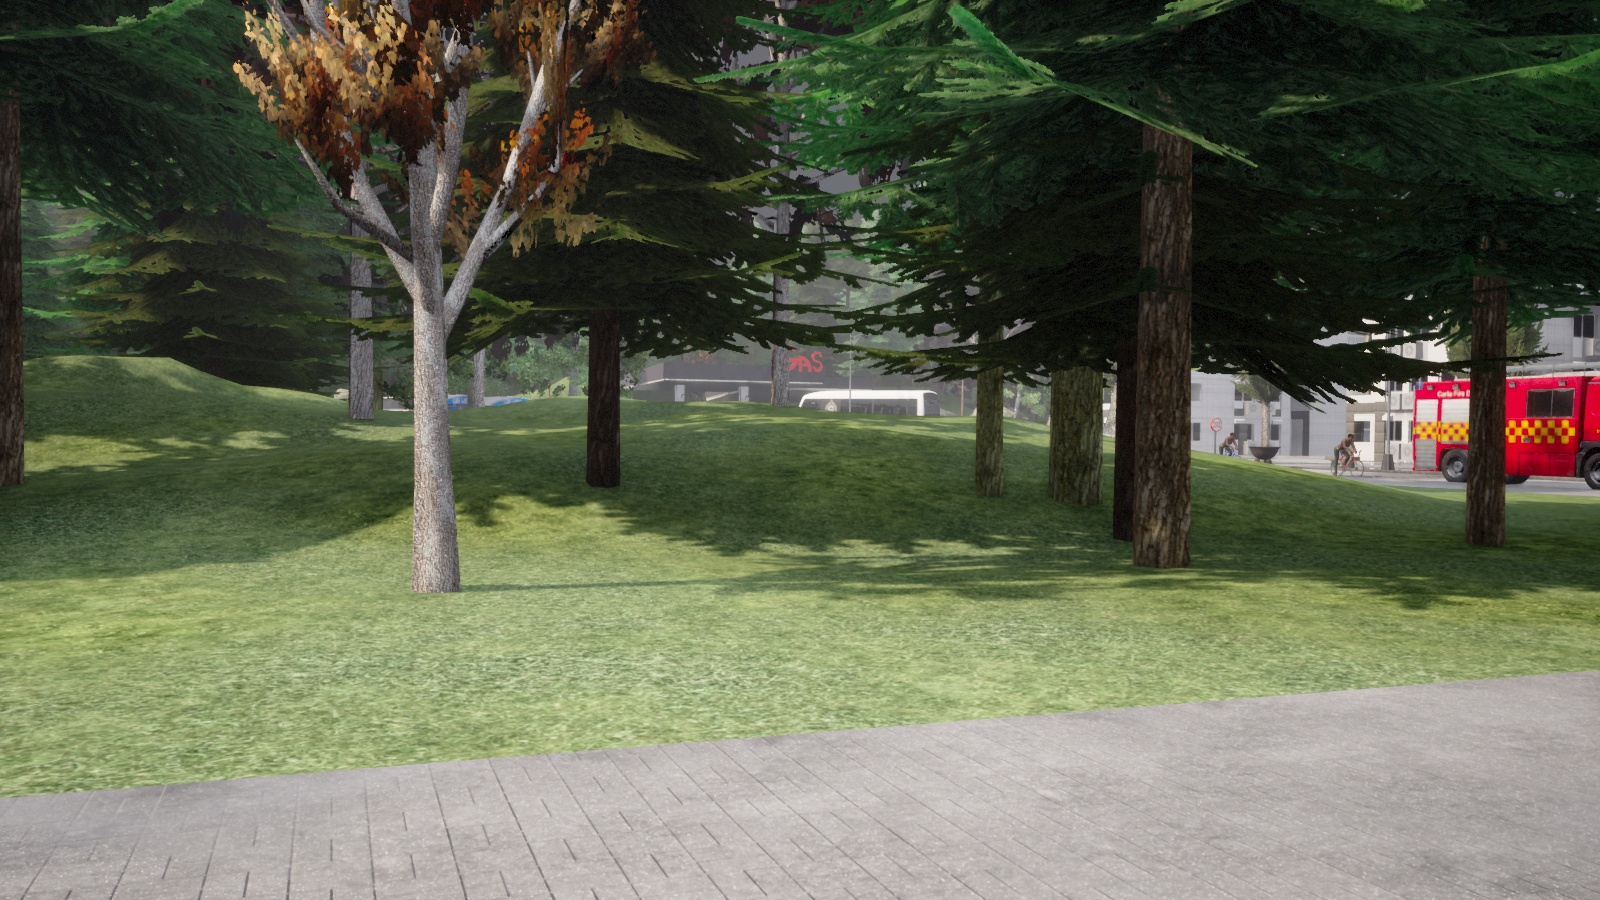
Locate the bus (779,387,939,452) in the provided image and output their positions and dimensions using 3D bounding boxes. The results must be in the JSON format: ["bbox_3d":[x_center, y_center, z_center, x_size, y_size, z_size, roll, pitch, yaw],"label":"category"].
[{"bbox_3d":[3.996,-2.029,86.315,10.273,4.253,3.944,0,1,29],"label":"bus"}]

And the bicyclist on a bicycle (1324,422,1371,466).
[{"bbox_3d":[20.321,-0.227,46.636,0.582,1.620,1.656,-1,1,-20],"label":"bicyclist on a bicycle"}]

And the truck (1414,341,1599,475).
[{"bbox_3d":[23.339,-1.245,38.456,2.891,3.827,8.468,-1,1,-20],"label":"truck"}]
